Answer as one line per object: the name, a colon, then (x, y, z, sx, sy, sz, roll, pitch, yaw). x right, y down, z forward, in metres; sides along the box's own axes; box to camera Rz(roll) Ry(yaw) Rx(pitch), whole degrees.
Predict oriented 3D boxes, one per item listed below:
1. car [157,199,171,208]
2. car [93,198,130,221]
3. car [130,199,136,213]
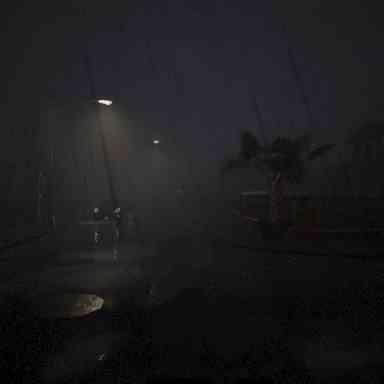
car: (-3.969, 1.601, 46.425, 1.895, 1.301, 4.718, 0, 0, -5)
car: (-6.497, 1.352, 26.743, 2.097, 1.767, 4.553, 0, 0, -5)
car: (-7.361, 1.505, 37.076, 1.837, 1.490, 4.892, 0, 0, -4)
